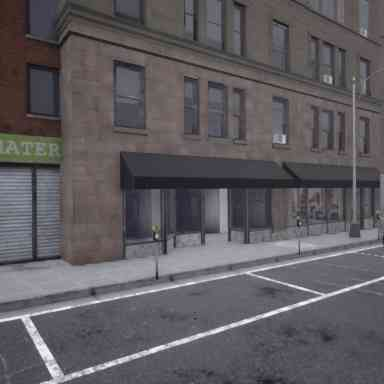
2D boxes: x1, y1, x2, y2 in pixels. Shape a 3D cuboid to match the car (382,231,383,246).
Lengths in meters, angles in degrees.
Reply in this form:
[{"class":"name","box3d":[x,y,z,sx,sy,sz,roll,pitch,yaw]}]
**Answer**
[{"class":"car","box3d":[9.270,1.542,13.188,4.507,1.381,1.887,0,-1,-36]}]
